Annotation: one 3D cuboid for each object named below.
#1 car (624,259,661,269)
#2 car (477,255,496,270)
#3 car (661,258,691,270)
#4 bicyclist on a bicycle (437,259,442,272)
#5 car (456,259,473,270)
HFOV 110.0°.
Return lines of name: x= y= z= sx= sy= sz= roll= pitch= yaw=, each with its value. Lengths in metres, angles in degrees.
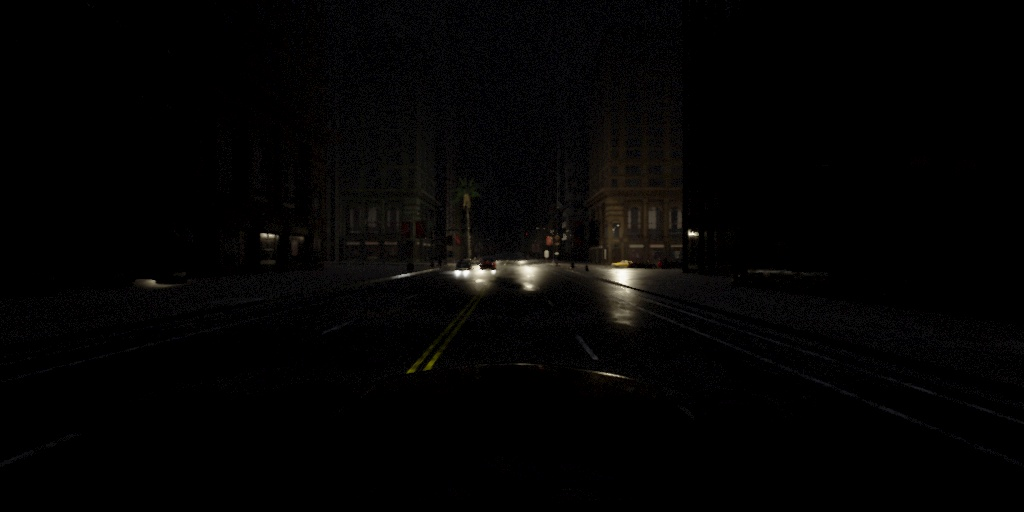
car: x=20.705 y=1.488 z=56.994 sx=4.507 sy=1.381 sz=1.888 roll=0 pitch=0 yaw=0
car: x=-3.274 y=1.021 z=49.682 sx=2.097 sy=1.767 sz=4.553 roll=0 pitch=0 yaw=0
car: x=25.792 y=1.328 z=56.978 sx=5.009 sy=1.841 sz=2.192 roll=0 pitch=0 yaw=0
bicyclist on a bicycle: x=-8.554 y=1.139 z=42.517 sx=0.582 sy=1.620 sz=1.656 roll=0 pitch=0 yaw=2
car: x=-6.527 y=1.163 z=49.381 sx=2.128 sy=1.511 sz=4.902 roll=0 pitch=0 yaw=0
